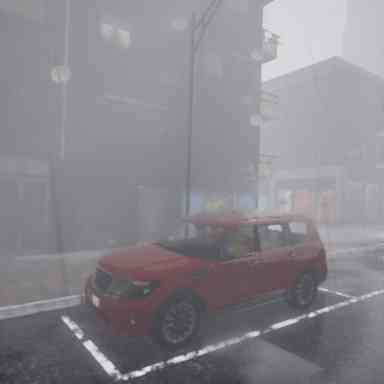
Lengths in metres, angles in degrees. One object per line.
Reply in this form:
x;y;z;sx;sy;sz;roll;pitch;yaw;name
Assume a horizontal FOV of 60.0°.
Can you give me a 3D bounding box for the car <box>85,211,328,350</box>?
0.601;1.355;6.491;5.009;1.841;2.192;1;1;-35;car
